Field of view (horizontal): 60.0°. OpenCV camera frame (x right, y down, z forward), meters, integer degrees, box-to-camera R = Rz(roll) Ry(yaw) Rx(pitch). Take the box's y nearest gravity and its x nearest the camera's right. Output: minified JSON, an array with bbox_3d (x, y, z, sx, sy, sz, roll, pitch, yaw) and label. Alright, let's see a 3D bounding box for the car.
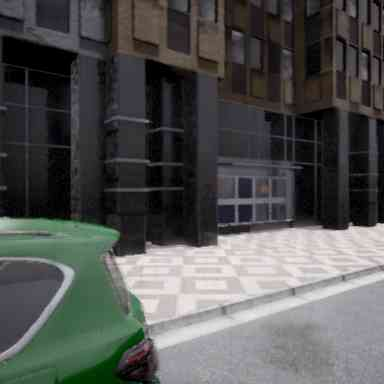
[{"bbox_3d":[-2.785,1.218,1.392,5.566,2.045,2.150,0,0,-36],"label":"car"}]
